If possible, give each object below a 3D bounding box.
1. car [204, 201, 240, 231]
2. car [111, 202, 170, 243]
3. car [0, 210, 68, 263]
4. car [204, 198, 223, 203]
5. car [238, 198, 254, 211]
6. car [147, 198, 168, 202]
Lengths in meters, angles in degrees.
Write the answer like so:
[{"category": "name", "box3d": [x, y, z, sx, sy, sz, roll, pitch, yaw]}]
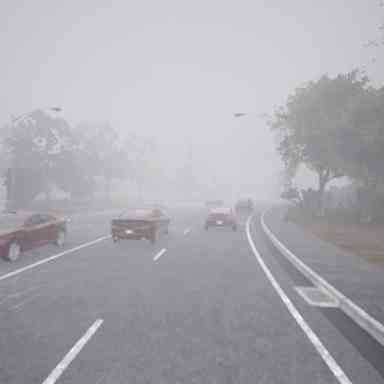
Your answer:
[{"category": "car", "box3d": [1.899, 1.539, 20.879, 1.812, 1.442, 4.674, 0, 0, 9]}, {"category": "car", "box3d": [-2.305, 1.474, 16.073, 1.882, 1.535, 5.008, 0, 0, 6]}, {"category": "car", "box3d": [-6.410, 1.459, 12.231, 1.882, 1.535, 5.008, 0, 0, 5]}, {"category": "car", "box3d": [3.556, 1.619, 54.104, 1.895, 1.301, 4.718, 0, 0, 22]}, {"category": "car", "box3d": [6.558, 1.529, 41.008, 2.128, 1.511, 4.902, 0, 0, 17]}, {"category": "car", "box3d": [-4.359, 1.488, 41.766, 1.837, 1.490, 4.892, 0, 0, 16]}]
